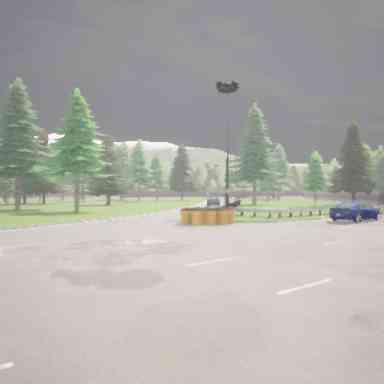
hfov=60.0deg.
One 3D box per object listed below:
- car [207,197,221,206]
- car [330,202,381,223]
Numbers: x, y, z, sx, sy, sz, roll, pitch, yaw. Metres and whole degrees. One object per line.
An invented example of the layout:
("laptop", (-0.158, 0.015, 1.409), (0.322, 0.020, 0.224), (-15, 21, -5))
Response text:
("car", (3.606, 1.536, 54.480), (2.128, 1.511, 4.902), (0, 0, 10))
("car", (12.676, 1.510, 25.686), (5.008, 1.535, 1.882), (0, 0, -36))
